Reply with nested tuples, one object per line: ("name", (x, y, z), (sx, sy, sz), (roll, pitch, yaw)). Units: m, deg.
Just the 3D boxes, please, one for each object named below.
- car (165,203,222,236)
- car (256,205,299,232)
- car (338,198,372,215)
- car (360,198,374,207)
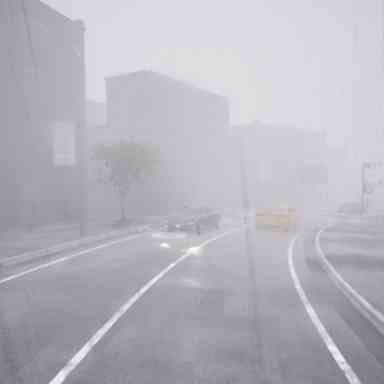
("car", (0.241, 1.400, 18.197), (1.837, 1.490, 4.892), (2, 1, 22))
("car", (5.442, 1.525, 20.840), (1.882, 1.535, 5.008), (2, 1, 26))
("car", (18.056, 1.768, 37.262), (1.994, 1.385, 4.181), (5, 3, 44))
("car", (25.415, 1.581, 49.512), (5.357, 1.411, 2.033), (0, 4, -43))
